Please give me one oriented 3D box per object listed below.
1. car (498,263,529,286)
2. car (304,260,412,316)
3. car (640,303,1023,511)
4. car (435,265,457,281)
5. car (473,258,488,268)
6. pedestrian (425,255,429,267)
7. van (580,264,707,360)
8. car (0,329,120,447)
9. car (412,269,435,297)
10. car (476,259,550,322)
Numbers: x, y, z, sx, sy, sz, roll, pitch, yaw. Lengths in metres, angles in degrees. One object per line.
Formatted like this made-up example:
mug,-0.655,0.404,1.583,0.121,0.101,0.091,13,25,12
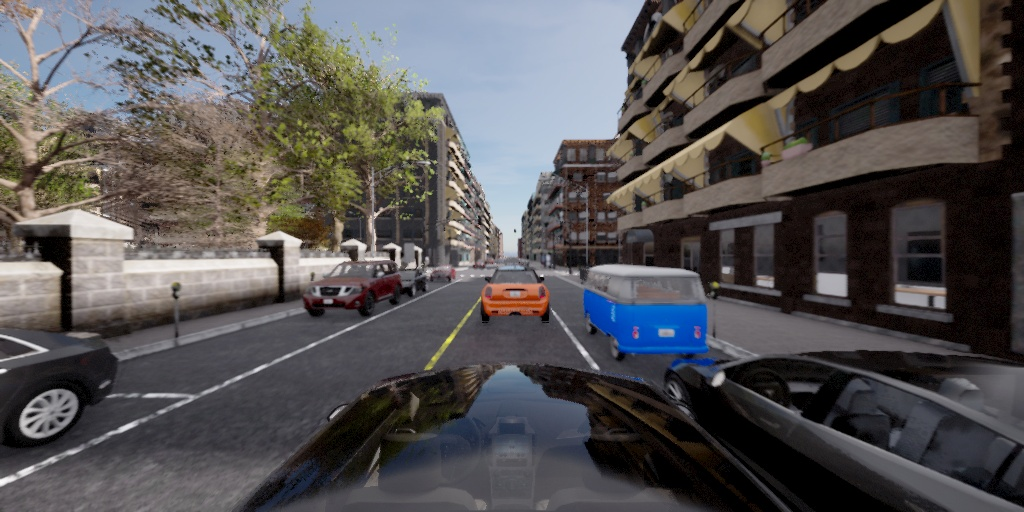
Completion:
car,0.097,1.303,27.212,2.128,1.511,4.902,0,0,0
car,-5.691,1.093,13.621,2.192,1.841,5.009,0,0,0
car,2.691,1.318,2.551,1.948,1.339,4.313,0,0,0
car,-5.693,1.402,30.226,1.802,1.307,4.207,0,0,0
car,-5.697,1.343,62.636,1.967,1.591,4.097,0,0,0
pedestrian,-12.719,0.783,53.632,0.375,1.860,0.375,0,-1,-1
van,2.690,1.106,8.087,1.690,1.789,3.998,0,0,0
car,-5.690,1.303,2.550,2.007,1.370,4.403,0,0,0
car,-5.691,1.358,19.156,1.948,1.339,4.313,0,0,0
car,0.099,1.128,12.576,2.097,1.767,4.553,0,0,0
